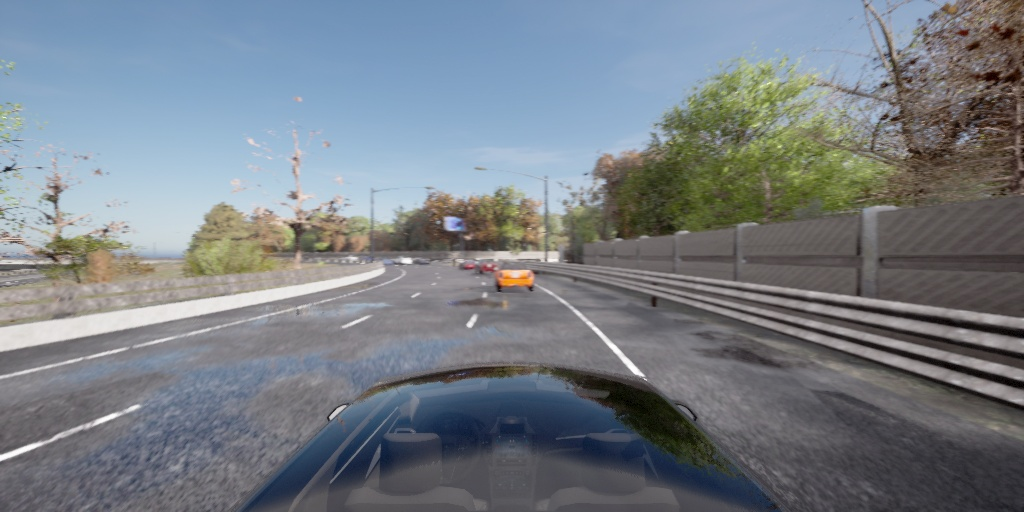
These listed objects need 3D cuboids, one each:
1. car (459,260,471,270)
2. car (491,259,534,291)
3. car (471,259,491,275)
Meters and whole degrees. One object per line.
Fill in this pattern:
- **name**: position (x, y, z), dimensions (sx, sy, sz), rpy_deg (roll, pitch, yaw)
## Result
- **car**: position (-6.218, 1.285, 50.452), dimensions (1.994, 1.385, 4.181), rpy_deg (0, 0, -20)
- **car**: position (0.020, 1.088, 21.795), dimensions (2.097, 1.767, 4.553), rpy_deg (0, 0, -5)
- **car**: position (-2.896, 1.074, 39.631), dimensions (2.097, 1.767, 4.553), rpy_deg (0, 0, -14)
